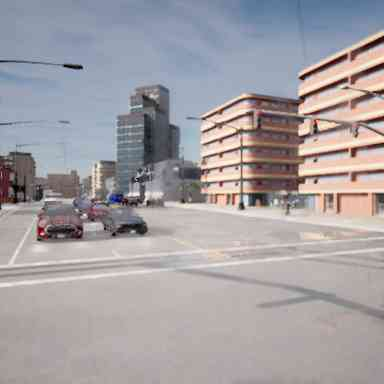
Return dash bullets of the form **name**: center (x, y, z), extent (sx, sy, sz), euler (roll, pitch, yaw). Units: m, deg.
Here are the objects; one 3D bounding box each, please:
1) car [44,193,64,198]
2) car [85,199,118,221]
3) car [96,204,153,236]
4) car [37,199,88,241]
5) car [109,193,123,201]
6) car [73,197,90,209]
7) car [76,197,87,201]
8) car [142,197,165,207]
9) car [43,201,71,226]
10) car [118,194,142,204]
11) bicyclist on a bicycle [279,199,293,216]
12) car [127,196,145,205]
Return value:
- **car**: center (-18.261, 1.219, 44.152), extent (2.150, 2.045, 5.566), euler (0, 0, -22)
- **car**: center (-7.843, 1.643, 28.539), extent (1.812, 1.442, 4.674), euler (0, 0, -23)
- **car**: center (-4.128, 1.687, 19.823), extent (2.033, 1.411, 5.357), euler (0, 0, -23)
- **car**: center (-6.993, 1.480, 17.635), extent (2.097, 1.767, 4.553), euler (0, 0, -23)
- **car**: center (-13.524, 1.212, 59.956), extent (2.150, 2.045, 5.566), euler (0, 0, -23)
- **car**: center (-15.776, 1.506, 47.271), extent (1.837, 1.490, 4.892), euler (0, 0, -23)
- **car**: center (-11.763, 1.586, 37.761), extent (1.812, 1.442, 4.674), euler (0, 0, -23)
- **car**: center (-5.614, 1.544, 50.583), extent (2.128, 1.511, 4.902), euler (0, 0, -23)
- **car**: center (-10.572, 1.586, 26.005), extent (1.882, 1.535, 5.008), euler (0, 0, -23)
- **car**: center (-9.572, 1.532, 50.832), extent (1.837, 1.490, 4.892), euler (0, 0, -23)
- **bicyclist on a bicycle**: center (8.872, 1.504, 31.387), extent (1.656, 1.620, 0.582), euler (0, 0, -23)
- **car**: center (-10.449, 1.497, 61.704), extent (2.128, 1.511, 4.902), euler (0, 0, -23)
